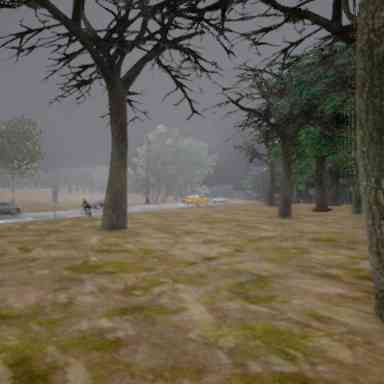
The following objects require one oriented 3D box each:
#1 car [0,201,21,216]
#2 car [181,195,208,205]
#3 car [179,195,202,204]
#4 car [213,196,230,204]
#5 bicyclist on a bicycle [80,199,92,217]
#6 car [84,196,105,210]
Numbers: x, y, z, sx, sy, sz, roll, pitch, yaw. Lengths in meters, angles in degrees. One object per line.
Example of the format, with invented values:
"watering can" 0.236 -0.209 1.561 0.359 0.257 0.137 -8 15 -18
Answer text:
"car" -17.273 1.499 29.032 1.994 1.385 4.181 1 1 37
"car" 0.820 1.232 51.321 1.882 1.535 5.008 1 0 28
"car" -0.136 1.231 56.053 1.837 1.490 4.892 1 0 27
"car" 5.440 1.439 60.682 1.895 1.301 4.718 1 0 23
"bicyclist on a bicycle" -9.272 1.409 28.970 1.656 1.620 0.582 -1 0 36
"car" -10.331 1.274 38.756 2.128 1.511 4.902 1 1 33
